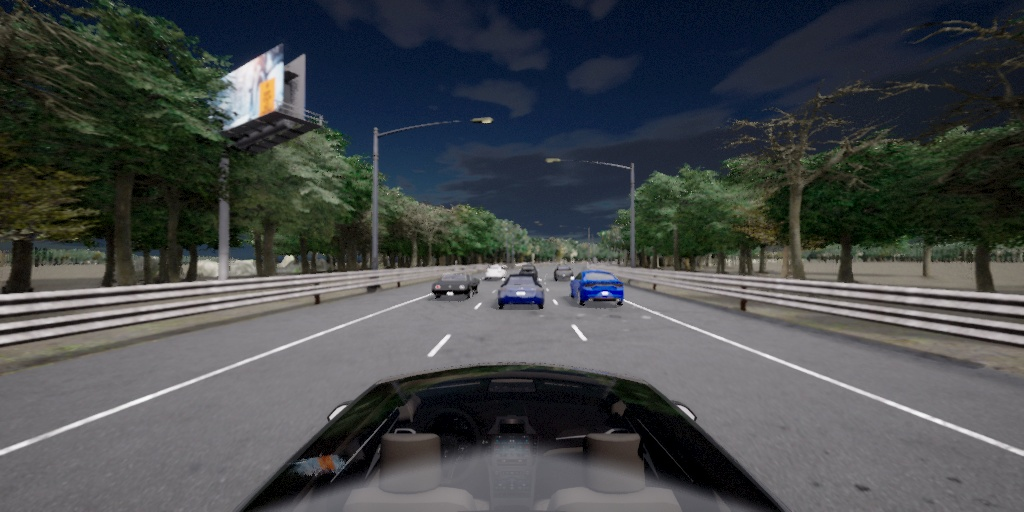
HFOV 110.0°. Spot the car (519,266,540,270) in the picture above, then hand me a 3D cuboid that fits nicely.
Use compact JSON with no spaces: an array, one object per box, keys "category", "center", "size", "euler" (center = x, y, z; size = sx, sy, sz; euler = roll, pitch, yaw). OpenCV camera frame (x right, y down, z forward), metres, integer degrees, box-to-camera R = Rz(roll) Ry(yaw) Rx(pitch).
[{"category":"car","center":[1.770,1.744,37.277],"size":[1.837,1.490,4.892],"euler":[0,-1,5]}]

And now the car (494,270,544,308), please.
[{"category":"car","center":[0.432,1.515,16.486],"size":[1.994,1.385,4.181],"euler":[0,-1,2]}]

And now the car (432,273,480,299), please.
[{"category":"car","center":[-2.932,1.595,19.860],"size":[1.895,1.301,4.718],"euler":[0,-1,3]}]

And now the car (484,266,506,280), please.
[{"category":"car","center":[-1.673,1.772,38.021],"size":[1.812,1.442,4.674],"euler":[0,-1,5]}]

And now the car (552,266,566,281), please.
[{"category":"car","center":[5.272,1.732,37.111],"size":[2.128,1.511,4.902],"euler":[0,-1,5]}]

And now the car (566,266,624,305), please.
[{"category":"car","center":[3.971,1.445,17.413],"size":[1.882,1.535,5.008],"euler":[0,-1,2]}]
